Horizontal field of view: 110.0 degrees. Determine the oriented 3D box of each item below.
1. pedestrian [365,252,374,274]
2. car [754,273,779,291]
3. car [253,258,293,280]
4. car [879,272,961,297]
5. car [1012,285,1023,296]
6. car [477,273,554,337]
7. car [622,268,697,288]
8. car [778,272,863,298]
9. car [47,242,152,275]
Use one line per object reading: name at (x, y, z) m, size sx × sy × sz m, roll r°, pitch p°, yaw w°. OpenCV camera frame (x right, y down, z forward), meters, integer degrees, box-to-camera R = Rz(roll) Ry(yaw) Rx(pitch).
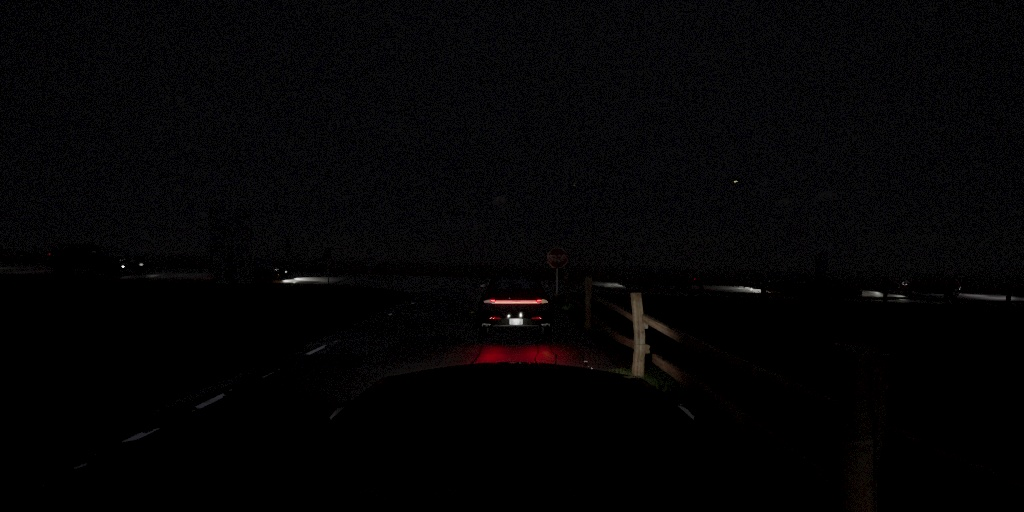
pedestrian at (-12.092, 0.529, 30.438) m, size 0.375 × 1.860 × 0.375 m, roll 0°, pitch 1°, yaw 0°
car at (20.972, 1.934, 27.335) m, size 4.181 × 1.385 × 1.994 m, roll 2°, pitch 3°, yaw 0°
car at (-17.434, 0.840, 24.498) m, size 4.181 × 1.385 × 1.994 m, roll 2°, pitch 3°, yaw 0°
car at (30.972, 2.029, 27.296) m, size 4.553 × 1.767 × 2.097 m, roll 2°, pitch 3°, yaw 0°
car at (41.230, 2.576, 27.253) m, size 4.718 × 1.301 × 1.895 m, roll 2°, pitch 3°, yaw 0°
car at (0.076, 1.234, 10.328) m, size 2.128 × 1.511 × 4.902 m, roll 0°, pitch 0°, yaw 0°
car at (11.144, 1.610, 27.366) m, size 5.357 × 1.411 × 2.033 m, roll 2°, pitch 3°, yaw 0°
car at (21.185, 2.078, 24.394) m, size 4.181 × 1.385 × 1.994 m, roll 2°, pitch 3°, yaw 0°
car at (-28.082, 0.142, 24.507) m, size 5.566 × 2.045 × 2.150 m, roll 2°, pitch 3°, yaw 0°
